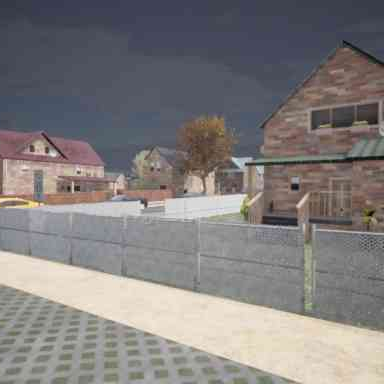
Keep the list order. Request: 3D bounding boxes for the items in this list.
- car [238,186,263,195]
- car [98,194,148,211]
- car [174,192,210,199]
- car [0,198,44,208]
[{"bbox_3d":[9.012,0.058,50.280,2.150,2.045,5.566,1,2,35],"label":"car"},{"bbox_3d":[-6.053,0.922,29.290,1.882,1.535,5.008,1,2,35],"label":"car"},{"bbox_3d":[0.060,0.744,37.867,2.033,1.411,5.357,1,2,36],"label":"car"},{"bbox_3d":[-11.919,1.160,21.050,1.882,1.535,5.008,1,2,35],"label":"car"}]
